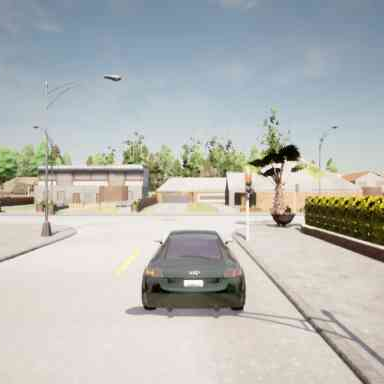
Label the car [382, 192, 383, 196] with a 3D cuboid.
[{"bbox_3d":[37.875,0.967,64.997,1.905,1.878,3.866,0,0,0],"label":"car"}]

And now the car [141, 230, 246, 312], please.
[{"bbox_3d":[0.042,1.563,7.790,1.994,1.385,4.181,0,0,0],"label":"car"}]
